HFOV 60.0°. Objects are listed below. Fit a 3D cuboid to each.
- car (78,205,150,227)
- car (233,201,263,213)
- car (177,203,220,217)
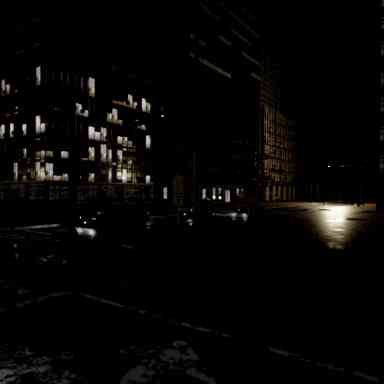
[{"bbox_3d":[-5.347,1.612,23.705,2.033,1.411,5.357,1,0,37],"label":"car"},{"bbox_3d":[6.742,1.757,39.878,1.895,1.301,4.718,1,0,37],"label":"car"},{"bbox_3d":[0.680,1.711,31.785,1.895,1.301,4.718,1,0,37],"label":"car"}]
